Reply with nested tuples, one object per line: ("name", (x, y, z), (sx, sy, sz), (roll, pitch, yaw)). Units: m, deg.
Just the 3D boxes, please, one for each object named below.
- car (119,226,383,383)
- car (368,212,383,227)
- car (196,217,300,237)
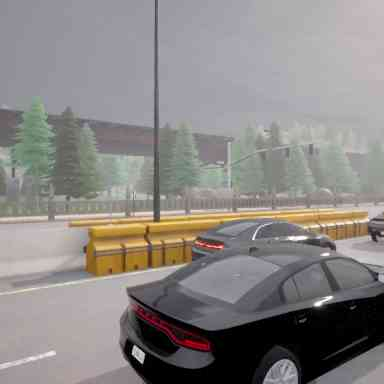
("car", (1.474, 1.478, 4.798), (5.008, 1.535, 1.882), (0, 0, -36))
("car", (9.909, 1.491, 15.124), (4.902, 1.511, 2.128), (0, 0, -36))
("car", (2.242, 1.505, 9.650), (4.892, 1.490, 1.837), (0, 0, -35))
